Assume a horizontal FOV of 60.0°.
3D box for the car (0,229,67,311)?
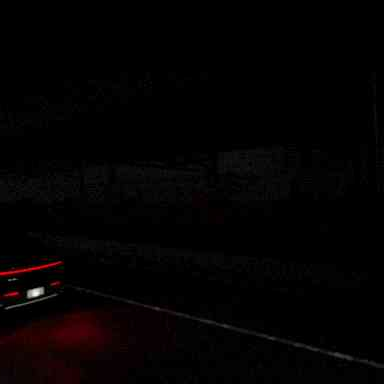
[{"bbox_3d":[-4.795,1.592,7.415,4.892,1.490,1.837,-1,0,36],"label":"car"}]
